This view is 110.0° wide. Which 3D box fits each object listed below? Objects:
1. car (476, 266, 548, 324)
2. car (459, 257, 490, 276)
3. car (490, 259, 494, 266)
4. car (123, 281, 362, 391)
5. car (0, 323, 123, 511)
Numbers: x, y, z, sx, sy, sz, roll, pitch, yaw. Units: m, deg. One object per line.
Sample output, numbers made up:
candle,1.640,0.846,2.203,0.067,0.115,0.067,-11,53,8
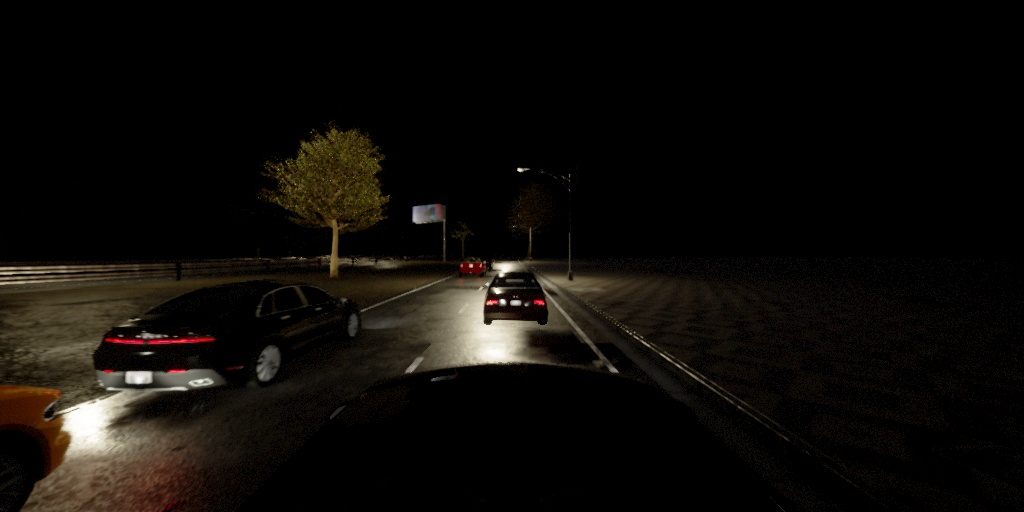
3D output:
car,0.090,1.223,11.641,2.033,1.411,5.357,0,0,0
car,-3.470,0.873,32.550,2.097,1.767,4.553,0,0,0
car,-3.506,0.922,46.747,1.837,1.490,4.892,0,1,1
car,-4.555,1.220,6.797,1.837,1.490,4.892,0,0,0
car,-4.547,1.237,0.797,1.882,1.535,5.008,0,0,0
